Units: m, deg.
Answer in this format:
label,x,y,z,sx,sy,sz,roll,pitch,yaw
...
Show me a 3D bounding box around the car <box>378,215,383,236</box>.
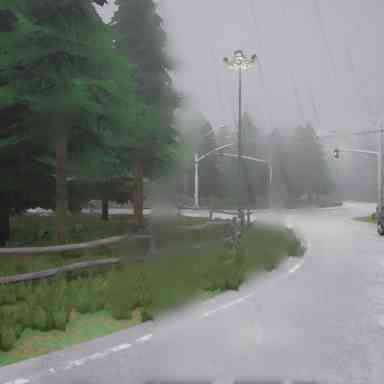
label,x,y,z,sx,sy,sz,roll,pitch,yaw
car,10.250,1.352,15.377,2.097,1.767,4.553,0,0,15
